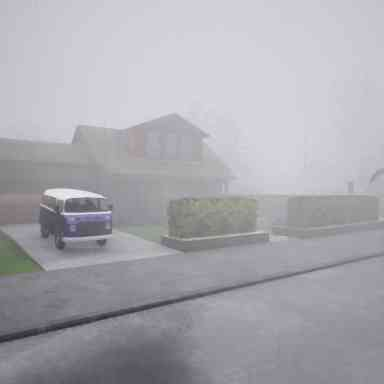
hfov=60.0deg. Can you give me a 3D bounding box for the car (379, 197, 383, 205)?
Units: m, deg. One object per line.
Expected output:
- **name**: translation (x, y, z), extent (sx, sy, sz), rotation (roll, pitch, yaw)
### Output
- **car**: translation (24.700, 0.985, 41.441), extent (3.866, 1.878, 1.905), rotation (0, 0, 0)
